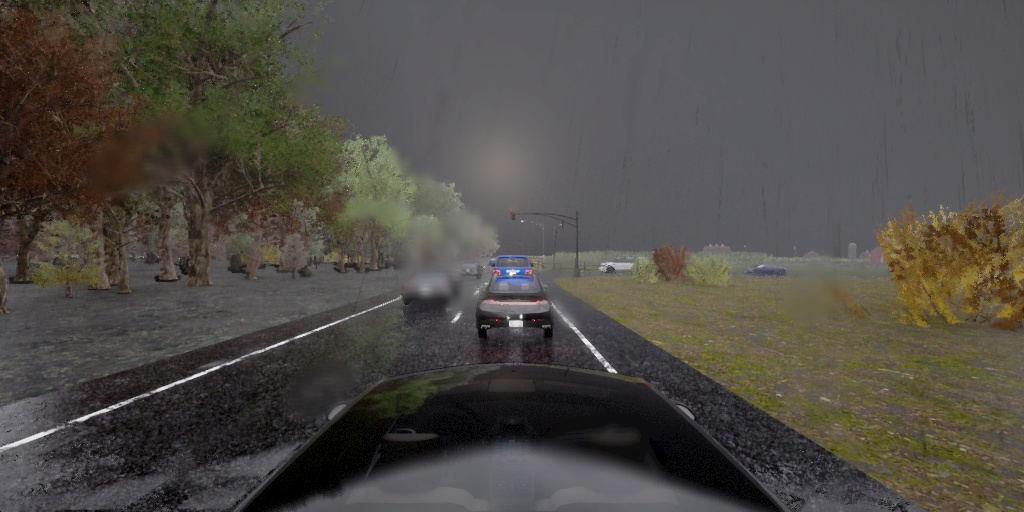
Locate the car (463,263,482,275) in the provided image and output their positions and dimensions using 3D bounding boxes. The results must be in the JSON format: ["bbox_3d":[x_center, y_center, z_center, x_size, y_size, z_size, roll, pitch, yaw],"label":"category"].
[{"bbox_3d":[-3.506,1.304,31.592,2.033,1.411,5.357,0,0,0],"label":"car"}]

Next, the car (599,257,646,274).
[{"bbox_3d":[13.456,1.180,43.531,5.566,2.045,2.150,1,-1,2],"label":"car"}]

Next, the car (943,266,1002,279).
[{"bbox_3d":[51.214,1.833,39.671,4.674,1.442,1.812,1,-1,1],"label":"car"}]

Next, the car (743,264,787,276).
[{"bbox_3d":[30.530,1.668,43.324,4.674,1.442,1.812,1,-1,0],"label":"car"}]

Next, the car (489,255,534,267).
[{"bbox_3d":[0.038,0.976,20.059,2.150,2.045,5.566,0,0,0],"label":"car"}]

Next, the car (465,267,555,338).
[{"bbox_3d":[0.074,1.244,10.142,2.128,1.511,4.902,0,0,0],"label":"car"}]

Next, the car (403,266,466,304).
[{"bbox_3d":[-3.448,1.318,16.245,1.994,1.385,4.181,0,0,0],"label":"car"}]
